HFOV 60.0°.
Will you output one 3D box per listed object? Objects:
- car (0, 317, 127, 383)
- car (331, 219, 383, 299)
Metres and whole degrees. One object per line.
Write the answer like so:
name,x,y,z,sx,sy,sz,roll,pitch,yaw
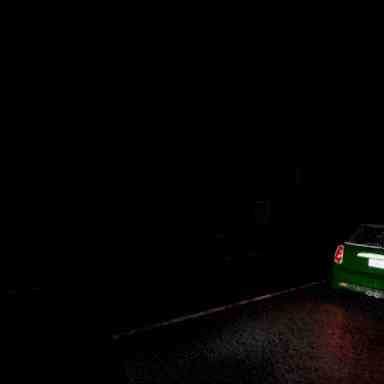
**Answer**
car,-2.738,1.488,1.797,4.902,1.511,2.128,1,0,-36
car,5.176,1.349,7.424,4.553,1.767,2.097,0,0,-35
